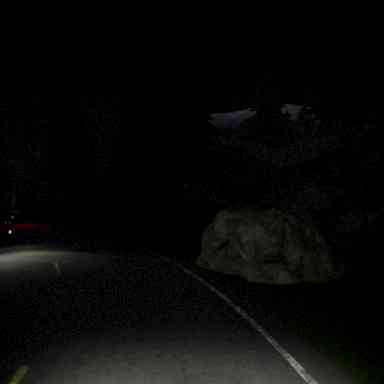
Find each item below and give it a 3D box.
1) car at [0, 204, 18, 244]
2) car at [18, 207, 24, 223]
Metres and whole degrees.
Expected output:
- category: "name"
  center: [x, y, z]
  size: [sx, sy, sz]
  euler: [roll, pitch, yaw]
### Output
- category: "car"
  center: [-10.412, 1.350, 16.052]
  size: [2.150, 2.045, 5.566]
  euler: [0, -1, -41]
- category: "car"
  center: [-14.904, 1.699, 26.418]
  size: [2.128, 1.511, 4.902]
  euler: [0, -1, -43]
